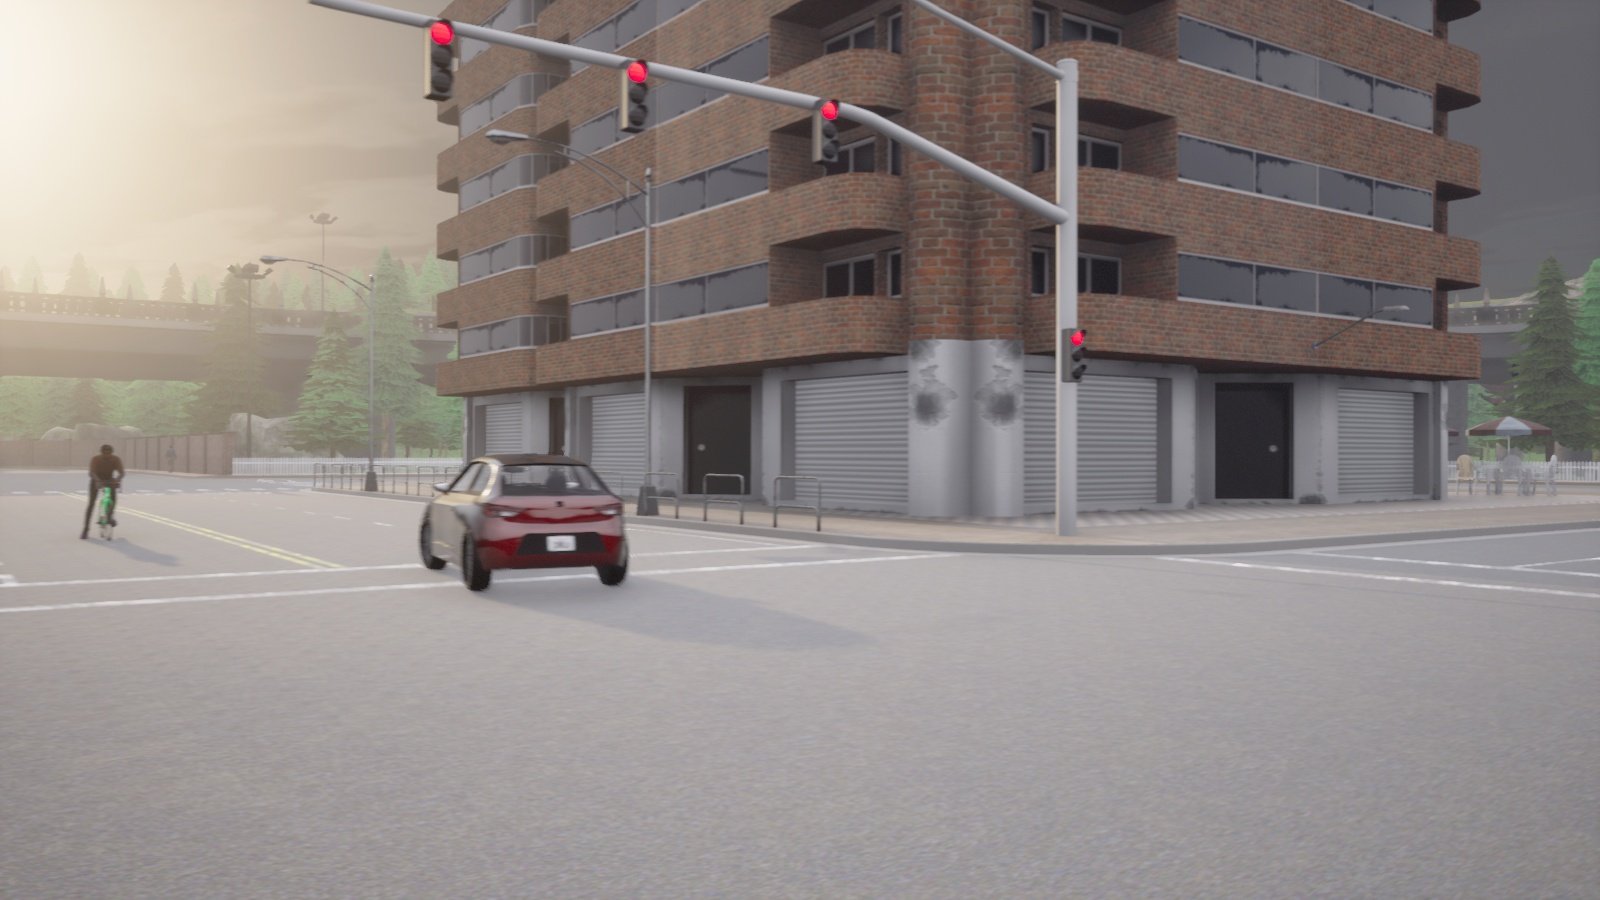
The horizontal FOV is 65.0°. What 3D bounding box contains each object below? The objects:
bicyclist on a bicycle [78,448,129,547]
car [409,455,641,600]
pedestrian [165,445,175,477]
[{"bbox_3d":[-11.812,0.775,21.290,0.582,1.620,1.656,0,0,-35],"label":"bicyclist on a bicycle"},{"bbox_3d":[-3.446,0.803,15.099,1.816,1.474,4.193,0,0,-25],"label":"car"},{"bbox_3d":[-39.412,0.679,78.561,0.423,1.949,0.788,0,0,-37],"label":"pedestrian"}]
